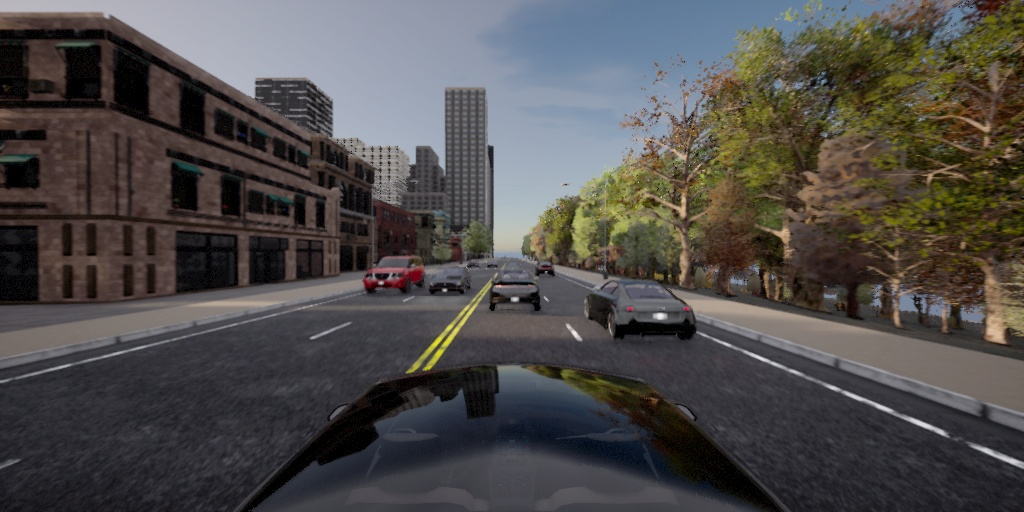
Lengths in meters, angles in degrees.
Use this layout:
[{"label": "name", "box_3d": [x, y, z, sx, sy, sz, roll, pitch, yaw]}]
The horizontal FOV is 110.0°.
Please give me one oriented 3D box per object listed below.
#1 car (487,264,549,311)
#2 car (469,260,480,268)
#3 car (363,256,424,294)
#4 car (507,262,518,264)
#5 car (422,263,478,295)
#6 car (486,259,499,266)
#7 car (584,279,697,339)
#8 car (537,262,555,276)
[{"label": "car", "box_3d": [0.100, 1.266, 14.630, 2.128, 1.511, 4.902, 0, 0, 0]}, {"label": "car", "box_3d": [-6.520, 1.397, 62.089, 2.033, 1.411, 5.357, 0, 0, 1]}, {"label": "car", "box_3d": [-6.598, 1.006, 20.859, 2.150, 2.045, 5.566, 0, 0, 0]}, {"label": "car", "box_3d": [0.100, 1.382, 41.330, 1.994, 1.385, 4.181, 0, 0, 0]}, {"label": "car", "box_3d": [-3.349, 1.331, 20.497, 2.033, 1.411, 5.357, 0, 0, 0]}, {"label": "car", "box_3d": [-3.281, 1.348, 61.738, 1.837, 1.490, 4.892, 0, 0, 1]}, {"label": "car", "box_3d": [3.348, 1.329, 10.110, 1.994, 1.385, 4.181, 0, 0, 0]}, {"label": "car", "box_3d": [3.351, 1.319, 37.723, 1.837, 1.490, 4.892, 0, 0, 0]}]
